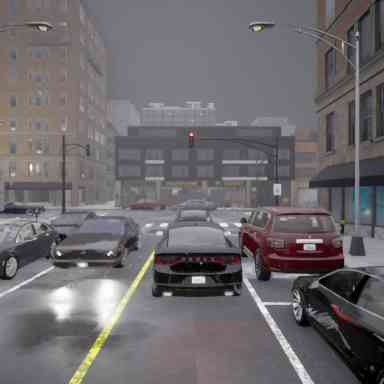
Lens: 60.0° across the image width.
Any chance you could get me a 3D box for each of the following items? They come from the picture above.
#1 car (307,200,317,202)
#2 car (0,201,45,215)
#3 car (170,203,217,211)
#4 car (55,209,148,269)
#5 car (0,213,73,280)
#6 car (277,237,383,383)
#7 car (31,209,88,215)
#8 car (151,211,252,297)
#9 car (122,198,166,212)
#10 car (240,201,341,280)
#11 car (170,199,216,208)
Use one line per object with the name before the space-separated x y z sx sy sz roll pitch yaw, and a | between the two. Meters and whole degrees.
car | 13.441 1.640 37.824 4.181 1.385 1.994 0 0 0
car | -16.207 1.531 30.951 4.718 1.301 1.895 0 0 0
car | 0.059 1.505 16.137 1.837 1.490 4.892 0 0 0
car | -2.900 1.547 11.452 2.033 1.411 5.357 0 0 0
car | -5.402 1.551 9.804 2.008 1.369 4.403 0 0 0
car | 2.631 1.566 4.153 1.947 1.339 4.313 0 0 0
car | -5.409 1.566 15.467 1.947 1.339 4.313 0 0 0
car | 0.062 1.478 8.634 1.882 1.535 5.008 0 0 -1
car | -5.427 1.459 37.716 5.008 1.535 1.882 0 0 0
car | 2.623 1.315 9.815 2.192 1.841 5.009 0 0 0
car | 0.137 1.500 34.499 4.902 1.511 2.128 0 0 0
